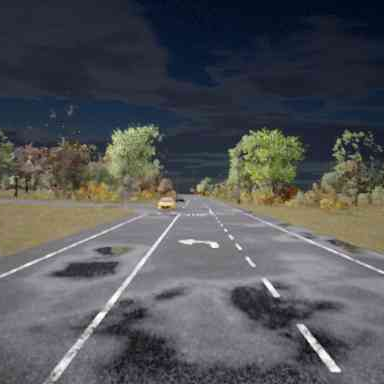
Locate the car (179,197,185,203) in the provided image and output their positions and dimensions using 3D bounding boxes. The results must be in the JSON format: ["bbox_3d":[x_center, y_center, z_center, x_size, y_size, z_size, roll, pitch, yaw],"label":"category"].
[{"bbox_3d":[-2.645,1.775,75.937,1.895,1.301,4.718,0,0,0],"label":"car"}]

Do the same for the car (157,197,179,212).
[{"bbox_3d":[-2.964,1.437,39.680,1.882,1.535,5.008,2,1,1],"label":"car"}]
